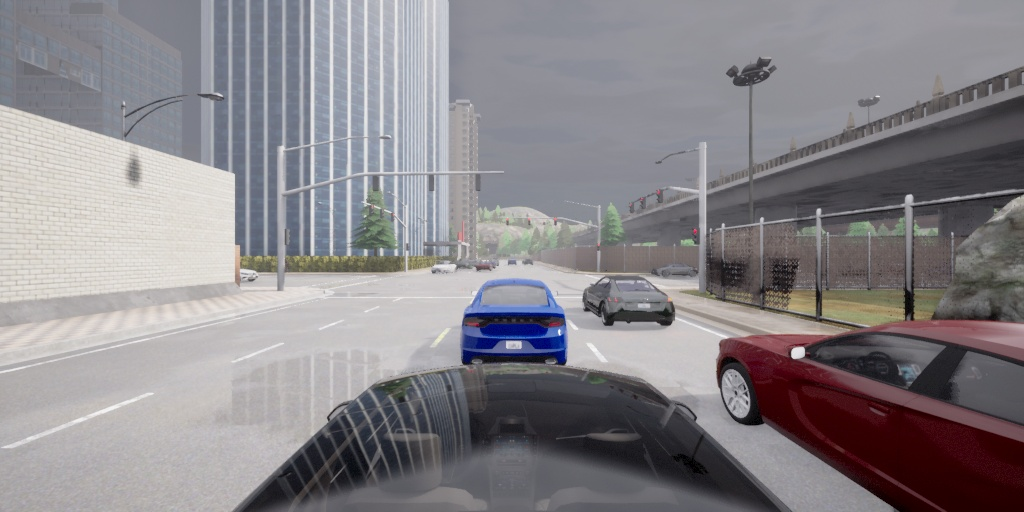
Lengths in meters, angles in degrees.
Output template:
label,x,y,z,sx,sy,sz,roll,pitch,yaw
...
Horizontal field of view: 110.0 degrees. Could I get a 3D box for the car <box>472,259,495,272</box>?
label,x,y,z,sx,sy,sz,roll,pitch,yaw
car,-3.580,1.351,46.235,1.895,1.301,4.718,0,0,0

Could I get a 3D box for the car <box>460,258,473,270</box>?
label,x,y,z,sx,sy,sz,roll,pitch,yaw
car,-7.075,1.102,52.641,2.097,1.767,4.553,0,0,0

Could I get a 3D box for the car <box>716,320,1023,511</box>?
label,x,y,z,sx,sy,sz,roll,pitch,yaw
car,3.602,1.228,2.695,1.882,1.535,5.008,0,0,0

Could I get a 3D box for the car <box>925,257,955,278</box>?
label,x,y,z,sx,sy,sz,roll,pitch,yaw
car,40.479,1.025,31.976,5.566,2.045,2.150,0,0,0

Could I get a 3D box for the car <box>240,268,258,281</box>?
label,x,y,z,sx,sy,sz,roll,pitch,yaw
car,-22.630,1.331,28.203,4.674,1.442,1.812,0,0,0

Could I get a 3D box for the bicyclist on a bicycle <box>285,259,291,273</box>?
label,x,y,z,sx,sy,sz,roll,pitch,yaw
bicyclist on a bicycle,-25.289,1.106,40.160,0.582,1.620,1.656,0,0,0

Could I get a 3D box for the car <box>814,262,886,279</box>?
label,x,y,z,sx,sy,sz,roll,pitch,yaw
car,29.773,1.406,31.974,4.718,1.301,1.895,0,0,0

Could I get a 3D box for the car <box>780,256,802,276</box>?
label,x,y,z,sx,sy,sz,roll,pitch,yaw
car,25.383,1.027,35.475,5.566,2.045,2.150,0,0,-1

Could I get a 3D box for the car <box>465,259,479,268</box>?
label,x,y,z,sx,sy,sz,roll,pitch,yaw
car,-7.046,1.314,62.933,1.994,1.385,4.181,0,0,0

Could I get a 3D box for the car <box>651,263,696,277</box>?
label,x,y,z,sx,sy,sz,roll,pitch,yaw
car,16.026,1.369,35.453,4.181,1.385,1.994,0,0,0

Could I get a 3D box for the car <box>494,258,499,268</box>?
label,x,y,z,sx,sy,sz,roll,pitch,yaw
car,-3.567,1.351,57.258,1.895,1.301,4.718,0,0,0

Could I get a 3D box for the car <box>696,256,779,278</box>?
label,x,y,z,sx,sy,sz,roll,pitch,yaw
car,20.004,1.027,31.957,5.566,2.045,2.150,0,0,0

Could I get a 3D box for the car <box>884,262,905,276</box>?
label,x,y,z,sx,sy,sz,roll,pitch,yaw
car,37.048,1.331,35.473,4.674,1.442,1.812,0,0,0

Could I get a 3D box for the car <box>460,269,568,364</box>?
label,x,y,z,sx,sy,sz,roll,pitch,yaw
car,0.055,1.228,8.029,1.882,1.535,5.008,0,0,1

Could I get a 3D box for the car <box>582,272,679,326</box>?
label,x,y,z,sx,sy,sz,roll,pitch,yaw
car,3.577,1.314,11.689,1.994,1.385,4.181,0,0,0

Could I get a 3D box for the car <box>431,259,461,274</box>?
label,x,y,z,sx,sy,sz,roll,pitch,yaw
car,-7.705,1.289,41.189,1.812,1.442,4.674,0,1,10
